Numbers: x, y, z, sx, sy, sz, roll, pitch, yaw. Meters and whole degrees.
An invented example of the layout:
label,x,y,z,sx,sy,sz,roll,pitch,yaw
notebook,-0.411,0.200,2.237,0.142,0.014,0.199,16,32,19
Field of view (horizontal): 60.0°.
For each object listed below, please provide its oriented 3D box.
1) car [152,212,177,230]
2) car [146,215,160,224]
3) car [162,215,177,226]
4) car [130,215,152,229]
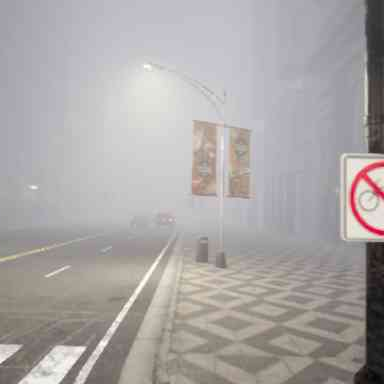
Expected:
label,x,y,z,sx,sy,sz,roll,pitch,yaw
car,-3.347,3.587,41.843,2.150,2.045,5.566,2,-3,0
car,-6.664,4.670,57.115,1.837,1.490,4.892,2,-3,0
car,-3.475,4.457,52.193,2.128,1.511,4.902,2,-3,0
car,-6.542,3.659,42.281,2.097,1.767,4.553,2,-3,0
